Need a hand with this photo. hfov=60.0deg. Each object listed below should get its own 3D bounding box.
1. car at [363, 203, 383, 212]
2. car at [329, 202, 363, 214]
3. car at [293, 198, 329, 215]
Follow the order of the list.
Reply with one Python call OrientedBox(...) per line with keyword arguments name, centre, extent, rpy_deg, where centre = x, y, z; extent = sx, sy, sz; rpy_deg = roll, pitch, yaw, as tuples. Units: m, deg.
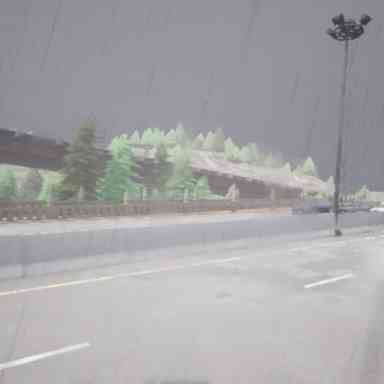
OrientedBox(name="car", centre=(17.319, 1.645, 29.220), extent=(4.674, 1.442, 1.812), rpy_deg=(0, 0, -35))
OrientedBox(name="car", centre=(15.742, 1.686, 32.391), extent=(4.181, 1.385, 1.994), rpy_deg=(0, 0, -35))
OrientedBox(name="car", centre=(12.489, 1.466, 34.373), extent=(4.553, 1.767, 2.097), rpy_deg=(0, 0, -35))
